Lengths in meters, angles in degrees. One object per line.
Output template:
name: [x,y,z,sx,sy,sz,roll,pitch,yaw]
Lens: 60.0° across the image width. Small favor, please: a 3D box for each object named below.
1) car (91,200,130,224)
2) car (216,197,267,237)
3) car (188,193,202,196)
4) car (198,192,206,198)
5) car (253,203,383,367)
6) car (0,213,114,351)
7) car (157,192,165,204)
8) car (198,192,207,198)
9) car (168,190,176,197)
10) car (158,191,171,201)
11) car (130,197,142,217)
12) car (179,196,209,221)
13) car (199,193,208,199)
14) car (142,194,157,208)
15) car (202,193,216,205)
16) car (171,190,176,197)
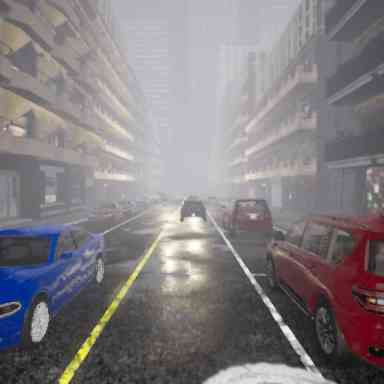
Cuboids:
car: [-5.700,1.381,22.552,1.802,1.307,4.206,-1,1,0]
car: [2.677,1.164,16.919,2.192,1.841,5.009,-1,1,0]
car: [0.101,1.112,46.642,1.812,1.442,4.674,0,0,0]
car: [2.682,0.734,89.915,1.752,1.417,4.829,-1,0,0]
car: [2.676,1.263,5.716,2.192,1.841,5.009,-1,1,0]
car: [-3.099,1.420,6.382,1.882,1.535,5.008,0,1,0]
car: [-5.699,1.103,50.561,2.008,1.369,4.403,-1,1,0]
car: [2.682,0.810,84.144,2.008,1.369,4.403,-1,0,0]
car: [-5.701,0.477,95.374,2.192,1.841,5.009,-1,0,0]
car: [-5.702,0.770,61.763,2.192,1.841,5.009,-1,0,0]
car: [-5.700,1.332,28.154,1.802,1.307,4.206,-1,1,0]
car: [0.101,1.282,25.109,1.837,1.490,4.892,0,1,0]
car: [2.682,0.874,78.541,1.947,1.339,4.313,-1,0,0]
car: [-5.700,1.202,39.358,2.008,1.369,4.403,-1,1,0]
car: [2.680,1.126,45.100,1.752,1.417,4.829,-1,1,0]
car: [-5.698,0.761,89.774,2.008,1.369,4.403,-1,0,0]
